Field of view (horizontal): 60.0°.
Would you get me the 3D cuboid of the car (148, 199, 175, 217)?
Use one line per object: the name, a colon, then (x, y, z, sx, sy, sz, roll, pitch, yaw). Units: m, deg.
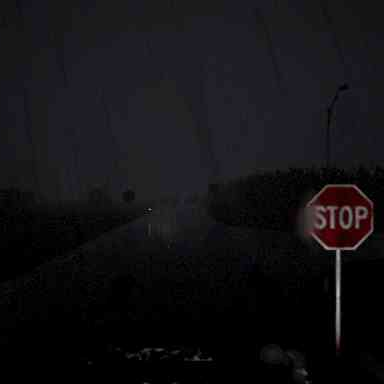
car: (-2.896, 1.572, 30.732, 1.895, 1.301, 4.718, 0, 0, 0)

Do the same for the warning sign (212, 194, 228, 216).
warning sign: (2.401, 1.089, 28.716, 1.300, 1.860, 1.060, 0, 0, 0)

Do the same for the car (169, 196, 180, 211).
car: (-2.912, 1.521, 40.714, 1.994, 1.385, 4.181, 0, 0, 0)

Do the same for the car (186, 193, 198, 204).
car: (-0.099, 1.261, 61.119, 2.097, 1.767, 4.553, 0, 0, 0)
